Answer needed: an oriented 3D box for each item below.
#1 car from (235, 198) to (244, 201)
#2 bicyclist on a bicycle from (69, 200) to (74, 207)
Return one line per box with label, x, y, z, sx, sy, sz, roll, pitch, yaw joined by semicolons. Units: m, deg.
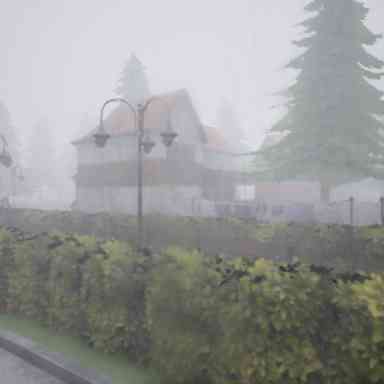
car;8.349;1.862;60.628;4.181;1.385;1.994;0;0;-41
bicyclist on a bicycle;-11.369;1.597;32.036;1.656;1.620;0.582;-1;0;36
